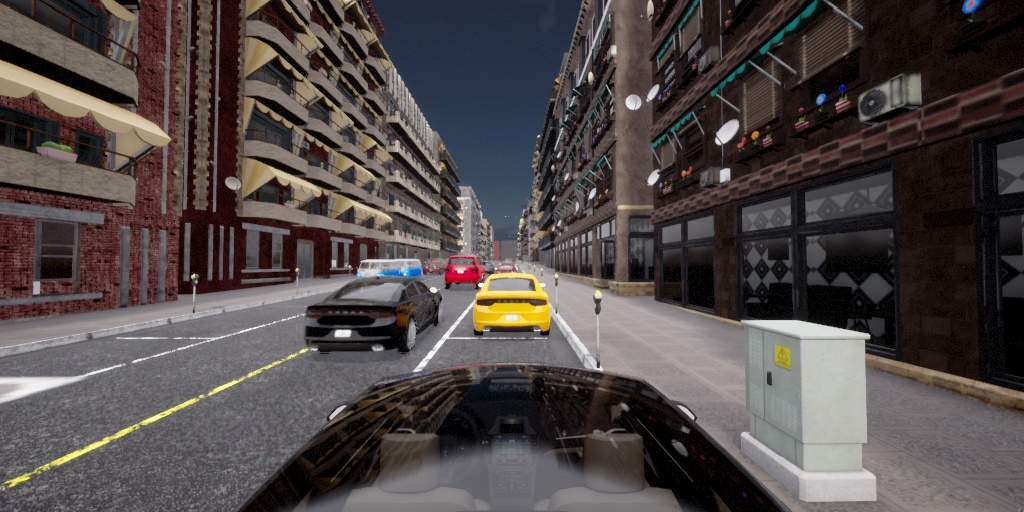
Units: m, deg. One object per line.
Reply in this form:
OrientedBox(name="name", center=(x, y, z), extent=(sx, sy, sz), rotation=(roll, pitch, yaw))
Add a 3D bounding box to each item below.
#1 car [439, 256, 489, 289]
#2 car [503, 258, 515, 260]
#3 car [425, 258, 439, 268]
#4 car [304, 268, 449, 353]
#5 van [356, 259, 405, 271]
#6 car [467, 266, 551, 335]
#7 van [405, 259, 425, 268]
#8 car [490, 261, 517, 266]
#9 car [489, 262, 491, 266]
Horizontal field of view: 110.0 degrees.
OrientedBox(name="car", center=(-2.958, 0.992, 23.500), extent=(2.150, 2.045, 5.566), rotation=(0, 0, 0))
OrientedBox(name="car", center=(-0.445, 1.240, 39.134), extent=(1.967, 1.591, 4.097), rotation=(0, 0, 0))
OrientedBox(name="car", center=(-8.335, 1.115, 39.194), extent=(2.192, 1.841, 5.009), rotation=(0, 0, 0))
OrientedBox(name="car", center=(-3.022, 1.231, 8.879), extent=(1.882, 1.535, 5.008), rotation=(0, 0, 0))
OrientedBox(name="van", center=(-8.335, 1.108, 22.603), extent=(1.690, 1.789, 3.998), rotation=(0, 0, 0))
OrientedBox(name="car", center=(-0.006, 1.232, 10.503), extent=(1.882, 1.535, 5.008), rotation=(0, 0, 0))
OrientedBox(name="van", center=(-8.335, 1.118, 28.134), extent=(1.690, 1.789, 3.998), rotation=(0, 0, 0))
OrientedBox(name="car", center=(-0.452, 1.322, 28.072), extent=(1.888, 1.381, 4.507), rotation=(0, 0, 0))
OrientedBox(name="car", center=(-2.947, 1.366, 40.293), extent=(1.994, 1.385, 4.181), rotation=(0, 0, 0))
